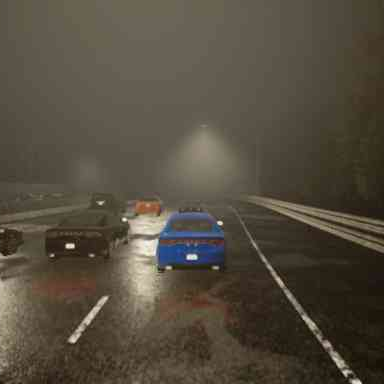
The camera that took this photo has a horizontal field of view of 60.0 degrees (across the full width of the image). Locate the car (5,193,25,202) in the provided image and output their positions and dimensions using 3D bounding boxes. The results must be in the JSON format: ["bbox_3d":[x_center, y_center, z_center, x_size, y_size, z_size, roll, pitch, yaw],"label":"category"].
[{"bbox_3d":[-24.915,0.999,47.931,2.097,1.767,4.553,0,0,0],"label":"car"}]

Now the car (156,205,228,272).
[{"bbox_3d":[-0.004,1.391,10.540,1.882,1.535,5.008,0,1,0],"label":"car"}]

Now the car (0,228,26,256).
[{"bbox_3d":[-7.003,1.471,9.666,2.033,1.411,5.357,0,0,0],"label":"car"}]

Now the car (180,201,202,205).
[{"bbox_3d":[-0.118,1.380,27.932,1.895,1.301,4.718,0,0,0],"label":"car"}]

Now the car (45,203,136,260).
[{"bbox_3d":[-3.508,1.381,12.029,1.882,1.535,5.008,0,1,0],"label":"car"}]

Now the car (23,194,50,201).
[{"bbox_3d":[-21.415,1.253,47.007,1.895,1.301,4.718,0,0,0],"label":"car"}]

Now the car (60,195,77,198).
[{"bbox_3d":[-17.921,1.149,48.273,1.837,1.490,4.892,0,0,0],"label":"car"}]

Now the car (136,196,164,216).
[{"bbox_3d":[-3.625,1.123,29.254,2.097,1.767,4.553,0,0,0],"label":"car"}]

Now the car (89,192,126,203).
[{"bbox_3d":[-7.116,0.998,28.558,2.150,2.045,5.566,0,0,0],"label":"car"}]
